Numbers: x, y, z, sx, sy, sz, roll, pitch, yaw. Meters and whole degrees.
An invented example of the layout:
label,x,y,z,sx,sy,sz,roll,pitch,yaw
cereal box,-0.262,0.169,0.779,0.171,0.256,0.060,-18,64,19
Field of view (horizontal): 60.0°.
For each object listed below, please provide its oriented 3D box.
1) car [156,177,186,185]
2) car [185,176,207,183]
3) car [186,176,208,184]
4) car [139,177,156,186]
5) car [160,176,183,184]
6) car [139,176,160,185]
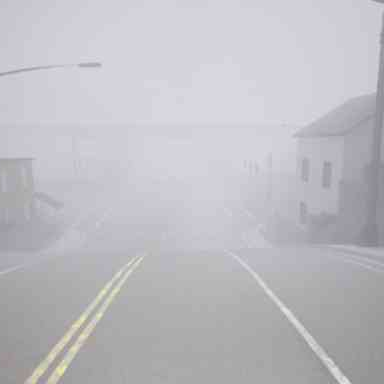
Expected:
label,x,y,z,sx,sy,sz,roll,pitch,yaw
car,-4.435,-2.349,70.470,4.974,1.542,2.038,-7,11,-37
car,0.867,-2.687,71.348,4.536,1.218,1.853,4,10,27
car,0.915,-2.528,71.349,4.974,1.542,2.038,4,10,27
car,-9.042,-2.297,70.376,4.974,1.542,2.038,8,12,42
car,-4.396,-2.510,70.478,4.536,1.218,1.853,-7,11,-37
car,-9.082,-2.458,70.386,4.536,1.218,1.853,8,12,42
